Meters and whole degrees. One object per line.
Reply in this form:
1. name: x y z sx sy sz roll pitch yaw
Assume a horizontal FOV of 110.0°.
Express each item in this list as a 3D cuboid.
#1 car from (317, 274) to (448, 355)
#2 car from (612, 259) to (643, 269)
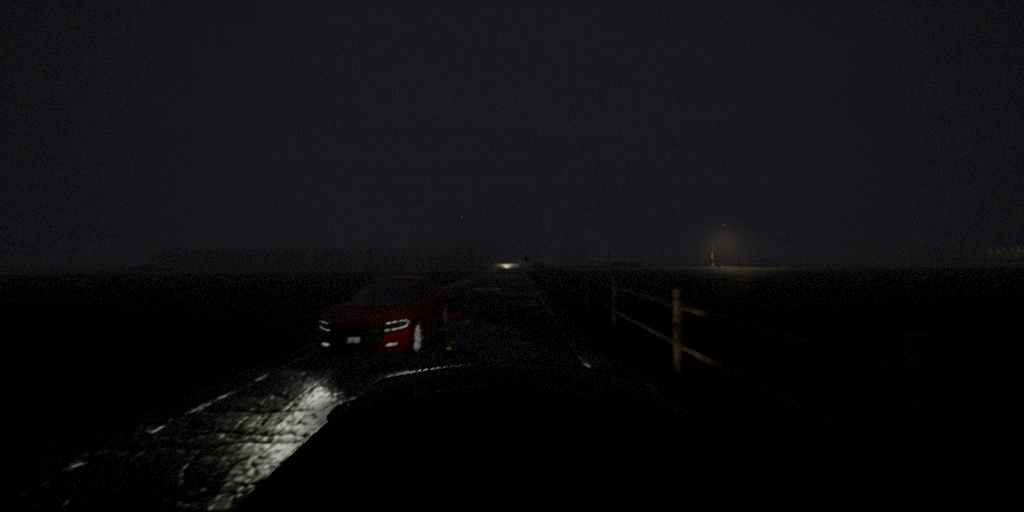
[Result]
1. car: -2.850 1.247 8.951 1.882 1.535 5.008 0 0 0
2. car: 19.305 1.303 59.750 5.008 1.535 1.882 0 0 -5
